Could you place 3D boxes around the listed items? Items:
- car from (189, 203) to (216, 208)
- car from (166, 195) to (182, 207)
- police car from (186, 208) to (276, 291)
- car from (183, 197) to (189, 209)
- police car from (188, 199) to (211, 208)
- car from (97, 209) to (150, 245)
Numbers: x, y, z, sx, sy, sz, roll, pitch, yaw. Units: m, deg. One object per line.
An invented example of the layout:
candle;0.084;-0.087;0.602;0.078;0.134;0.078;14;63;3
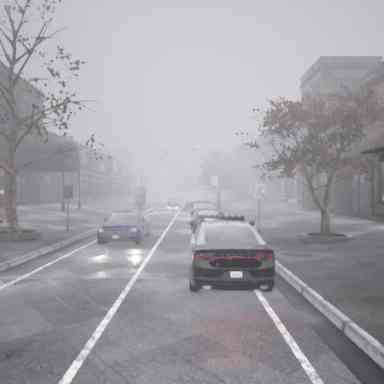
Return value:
car;0.863;1.599;19.122;1.812;1.442;4.674;0;0;0
car;-3.195;1.676;55.883;2.128;1.511;4.902;0;0;0
police car;0.882;1.457;9.232;1.930;1.638;5.238;0;0;0
car;-0.070;1.707;47.752;1.812;1.442;4.674;0;0;0
police car;0.851;1.524;25.232;1.930;1.638;5.238;0;0;0
car;-3.131;1.586;15.942;1.812;1.442;4.674;0;0;0
